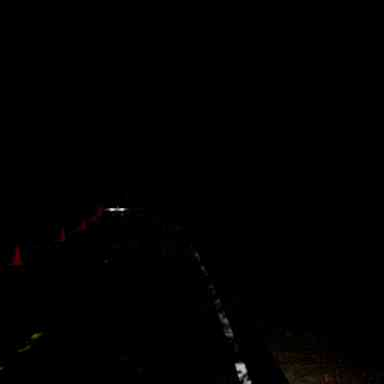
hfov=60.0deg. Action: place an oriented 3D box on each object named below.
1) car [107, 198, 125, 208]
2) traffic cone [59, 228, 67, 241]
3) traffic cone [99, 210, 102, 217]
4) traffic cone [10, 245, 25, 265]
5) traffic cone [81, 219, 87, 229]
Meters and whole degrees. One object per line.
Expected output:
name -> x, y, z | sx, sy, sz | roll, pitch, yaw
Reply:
car -> -10.789, 1.495, 46.672 | 2.033, 1.411, 5.357 | 0, 0, -22
traffic cone -> -5.900, 1.941, 15.234 | 0.340, 0.580, 0.340 | 0, 0, -6
traffic cone -> -8.281, 1.922, 29.763 | 0.340, 0.580, 0.340 | 0, 0, -12
traffic cone -> -5.432, 1.948, 10.348 | 0.340, 0.580, 0.340 | 0, 0, -5
traffic cone -> -6.531, 1.934, 20.103 | 0.340, 0.580, 0.340 | 0, 0, -8
